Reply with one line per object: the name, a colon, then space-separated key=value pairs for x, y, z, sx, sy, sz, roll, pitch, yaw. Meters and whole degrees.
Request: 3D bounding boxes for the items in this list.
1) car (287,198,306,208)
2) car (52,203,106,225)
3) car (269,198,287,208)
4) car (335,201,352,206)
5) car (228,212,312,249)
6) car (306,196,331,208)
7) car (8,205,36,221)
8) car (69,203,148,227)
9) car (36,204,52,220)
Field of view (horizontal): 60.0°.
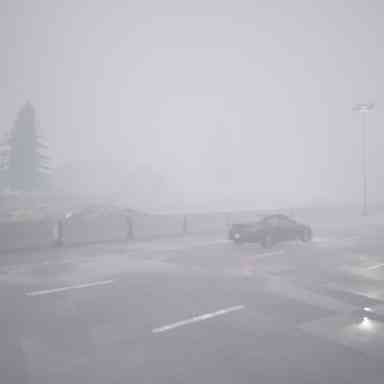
car: x=18.543 y=1.889 z=56.878 sx=2.097 sy=1.767 sz=4.553 roll=-1 pitch=-1 yaw=37
car: x=-7.523 y=1.645 z=24.731 sx=4.553 sy=1.767 sz=2.097 roll=0 pitch=-1 yaw=-39
car: x=15.235 y=1.916 z=58.224 sx=2.097 sy=1.767 sz=4.553 roll=-1 pitch=-1 yaw=37
car: x=24.041 y=2.034 z=52.522 sx=1.994 sy=1.385 sz=4.181 roll=-1 pitch=-1 yaw=37
car: x=3.690 y=1.679 z=15.450 sx=4.674 sy=1.442 sz=1.812 roll=0 pitch=-1 yaw=-39
car: x=21.061 y=1.723 z=54.325 sx=2.150 sy=2.045 sz=5.566 roll=-1 pitch=-1 yaw=37
car: x=-13.287 y=1.837 z=29.094 sx=5.008 sy=1.535 sz=1.882 roll=0 pitch=-1 yaw=-38
car: x=-5.155 y=1.748 z=22.133 sx=4.902 sy=1.511 sz=2.128 roll=0 pitch=-1 yaw=-39
car: x=-9.754 y=1.821 z=27.415 sx=4.902 sy=1.511 sz=2.128 roll=0 pitch=-1 yaw=-39
